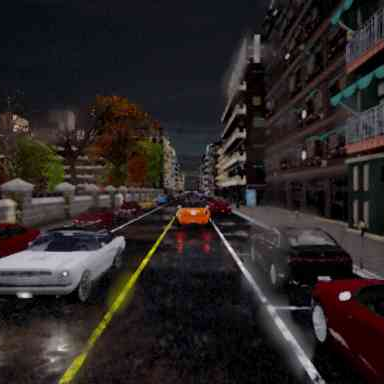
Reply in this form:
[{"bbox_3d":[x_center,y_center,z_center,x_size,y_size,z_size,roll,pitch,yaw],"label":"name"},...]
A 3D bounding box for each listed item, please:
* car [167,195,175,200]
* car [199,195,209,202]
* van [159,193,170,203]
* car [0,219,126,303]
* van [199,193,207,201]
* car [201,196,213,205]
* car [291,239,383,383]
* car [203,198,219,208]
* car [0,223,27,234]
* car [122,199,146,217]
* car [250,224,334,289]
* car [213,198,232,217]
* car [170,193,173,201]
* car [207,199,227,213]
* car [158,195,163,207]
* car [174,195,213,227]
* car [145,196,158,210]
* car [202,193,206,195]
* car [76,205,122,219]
[{"bbox_3d":[-5.722,1.473,91.978,1.947,1.339,4.313,0,0,0],"label":"car"},{"bbox_3d":[2.664,1.484,75.375,1.947,1.339,4.313,0,0,0],"label":"car"},{"bbox_3d":[-5.715,1.268,64.300,1.690,1.788,3.998,0,0,0],"label":"van"},{"bbox_3d":[-3.050,1.589,8.305,1.895,1.301,4.718,0,0,1],"label":"car"},{"bbox_3d":[2.661,1.255,80.910,1.690,1.788,3.998,0,0,0],"label":"van"},{"bbox_3d":[2.668,1.498,58.769,1.947,1.339,4.313,0,0,0],"label":"car"},{"bbox_3d":[2.685,1.540,3.417,1.887,1.381,4.507,0,0,0],"label":"car"},{"bbox_3d":[2.672,1.507,47.699,1.947,1.339,4.313,0,0,0],"label":"car"},{"bbox_3d":[-5.697,1.532,8.950,1.887,1.381,4.507,0,0,0],"label":"car"},{"bbox_3d":[-5.703,1.540,31.091,1.802,1.307,4.206,0,0,0],"label":"car"},{"bbox_3d":[2.684,1.538,8.953,2.008,1.369,4.403,0,0,0],"label":"car"},{"bbox_3d":[2.677,1.503,31.093,1.887,1.381,4.507,0,0,0],"label":"car"},{"bbox_3d":[-5.717,1.237,69.836,2.192,1.841,5.009,0,0,0],"label":"car"},{"bbox_3d":[2.675,1.497,36.628,1.887,1.381,4.507,0,0,0],"label":"car"},{"bbox_3d":[-5.709,1.492,47.696,2.008,1.369,4.403,0,0,0],"label":"car"},{"bbox_3d":[0.092,1.321,22.599,2.097,1.767,4.553,0,0,0],"label":"car"},{"bbox_3d":[-5.707,1.472,41.990,1.752,1.417,4.829,0,0,0],"label":"car"},{"bbox_3d":[2.669,1.377,53.234,1.967,1.590,4.097,0,0,0],"label":"car"},{"bbox_3d":[-5.700,1.554,20.020,1.802,1.307,4.206,0,0,0],"label":"car"}]
